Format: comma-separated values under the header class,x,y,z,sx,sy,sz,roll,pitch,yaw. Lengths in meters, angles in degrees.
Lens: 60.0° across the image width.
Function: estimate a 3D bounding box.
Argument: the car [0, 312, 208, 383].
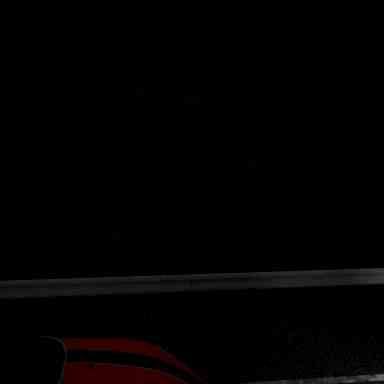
class,x,y,z,sx,sy,sz,roll,pitch,yaw
car,-1.885,1.352,1.629,4.553,1.767,2.097,0,0,-6
